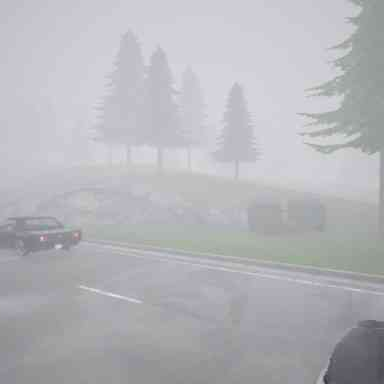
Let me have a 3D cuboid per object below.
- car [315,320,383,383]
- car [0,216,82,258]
[{"bbox_3d":[3.134,1.601,1.757,4.718,1.301,1.895,0,0,35],"label":"car"},{"bbox_3d":[-6.457,1.601,12.897,4.718,1.301,1.895,0,0,35],"label":"car"}]
